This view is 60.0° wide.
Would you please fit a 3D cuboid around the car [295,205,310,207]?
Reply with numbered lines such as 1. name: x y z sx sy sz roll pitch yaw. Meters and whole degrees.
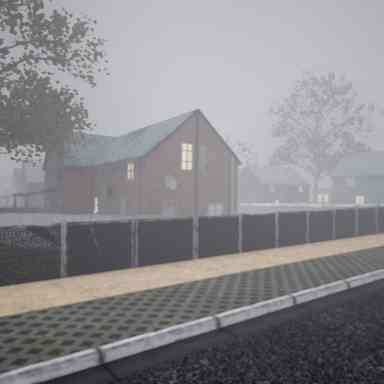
1. car: 10.941 2.053 32.763 1.882 1.535 5.008 1 -2 -35
